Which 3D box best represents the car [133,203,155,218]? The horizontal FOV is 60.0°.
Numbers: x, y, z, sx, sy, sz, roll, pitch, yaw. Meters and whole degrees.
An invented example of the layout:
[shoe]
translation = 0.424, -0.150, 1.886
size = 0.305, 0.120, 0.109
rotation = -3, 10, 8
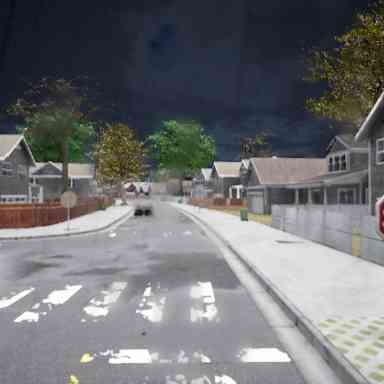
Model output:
[car]
translation = -4.523, 1.718, 31.795
size = 1.895, 1.301, 4.718
rotation = 0, 0, -6
